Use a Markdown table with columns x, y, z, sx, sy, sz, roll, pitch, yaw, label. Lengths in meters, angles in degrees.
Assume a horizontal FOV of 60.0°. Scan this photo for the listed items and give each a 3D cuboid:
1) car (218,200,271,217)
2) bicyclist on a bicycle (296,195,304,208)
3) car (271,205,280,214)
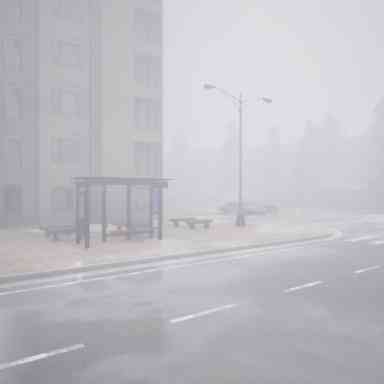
| x | y | z | sx | sy | sz | roll | pitch | yaw | label |
| --- | --- | --- | --- | --- | --- | --- | --- | --- | --- |
| 4.659 | 1.545 | 30.989 | 1.895 | 1.301 | 4.718 | 0 | 0 | -36 | car |
| 13.928 | 1.244 | 42.995 | 1.656 | 1.620 | 0.582 | 0 | 0 | -36 | bicyclist on a bicycle |
| 6.639 | 1.545 | 34.190 | 1.895 | 1.301 | 4.718 | 0 | 0 | -37 | car |
